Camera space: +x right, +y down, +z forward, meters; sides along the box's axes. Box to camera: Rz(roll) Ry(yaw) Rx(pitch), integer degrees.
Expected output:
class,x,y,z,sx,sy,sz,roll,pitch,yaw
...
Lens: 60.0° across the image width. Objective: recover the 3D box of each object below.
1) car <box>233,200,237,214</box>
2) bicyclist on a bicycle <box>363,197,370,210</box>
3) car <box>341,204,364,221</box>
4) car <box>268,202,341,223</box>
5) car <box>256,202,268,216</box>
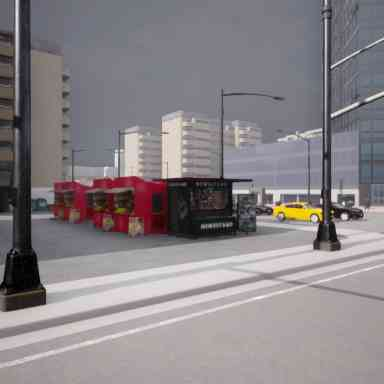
class,x,y,z,sx,sy,sz,roll,pitch,yaw
car,3.127,1.455,34.907,2.150,2.045,5.566,0,-1,-36
bicyclist on a bicycle,22.309,1.466,42.475,1.656,1.620,0.582,0,0,-36
car,12.052,1.587,28.553,1.882,1.535,5.008,0,-1,-36
car,8.948,1.589,26.838,1.882,1.535,5.008,0,-1,-38
car,6.771,1.778,35.835,1.994,1.385,4.181,0,-1,-36
